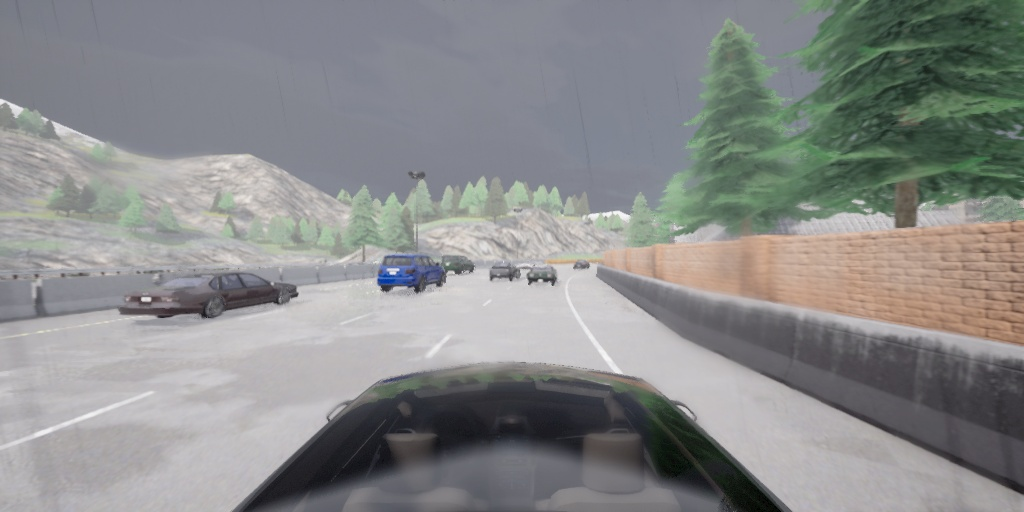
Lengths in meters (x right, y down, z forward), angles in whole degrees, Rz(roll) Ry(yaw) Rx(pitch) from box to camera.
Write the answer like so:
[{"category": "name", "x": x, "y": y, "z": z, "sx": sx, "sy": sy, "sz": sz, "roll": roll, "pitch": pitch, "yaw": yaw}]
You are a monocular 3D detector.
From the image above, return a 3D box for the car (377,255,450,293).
[{"category": "car", "x": -5.569, "y": 0.943, "z": 20.508, "sx": 2.150, "sy": 2.045, "sz": 5.566, "roll": 0, "pitch": 0, "yaw": 8}]

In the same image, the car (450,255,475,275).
[{"category": "car", "x": -5.763, "y": 0.937, "z": 38.316, "sx": 2.150, "sy": 2.045, "sz": 5.566, "roll": 0, "pitch": 0, "yaw": 14}]

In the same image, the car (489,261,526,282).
[{"category": "car", "x": -0.539, "y": 1.229, "z": 29.343, "sx": 2.128, "sy": 1.511, "sz": 4.902, "roll": 0, "pitch": 0, "yaw": 11}]

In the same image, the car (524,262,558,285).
[{"category": "car", "x": 2.312, "y": 1.351, "z": 26.071, "sx": 1.895, "sy": 1.301, "sz": 4.718, "roll": 0, "pitch": 0, "yaw": 10}]

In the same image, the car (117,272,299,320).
[{"category": "car", "x": -9.975, "y": 1.255, "z": 12.486, "sx": 2.033, "sy": 1.411, "sz": 5.357, "roll": 0, "pitch": 0, "yaw": 5}]

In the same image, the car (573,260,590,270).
[{"category": "car", "x": 10.701, "y": 1.298, "z": 54.774, "sx": 1.812, "sy": 1.442, "sz": 4.674, "roll": 0, "pitch": 0, "yaw": 23}]
